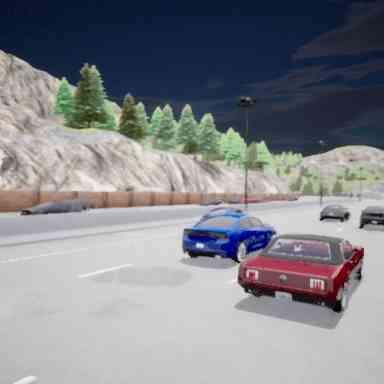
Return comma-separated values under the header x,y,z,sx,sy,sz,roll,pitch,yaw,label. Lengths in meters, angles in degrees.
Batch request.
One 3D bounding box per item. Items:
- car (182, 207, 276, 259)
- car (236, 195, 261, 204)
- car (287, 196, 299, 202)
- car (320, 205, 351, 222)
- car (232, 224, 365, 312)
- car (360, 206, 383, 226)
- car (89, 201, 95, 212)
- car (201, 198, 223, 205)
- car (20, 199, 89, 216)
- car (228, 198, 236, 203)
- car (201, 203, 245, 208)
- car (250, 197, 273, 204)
x,y,z,sx,sy,sz,roll,pitch,yaw,label
1.618,1.536,12.365,1.882,1.535,5.008,0,0,33,car
10.351,1.529,57.661,2.150,2.045,5.566,0,0,34,car
26.564,1.762,87.408,2.097,1.767,4.553,0,0,35,car
12.484,1.790,28.855,1.994,1.385,4.181,0,0,33,car
2.924,1.656,7.988,1.895,1.301,4.718,0,0,33,car
12.994,1.716,23.267,1.837,1.490,4.892,0,0,33,car
-12.702,1.489,35.517,2.128,1.511,4.902,0,0,33,car
3.223,1.723,53.246,1.837,1.490,4.892,0,0,34,car
-12.321,1.529,29.744,2.033,1.411,5.357,0,0,33,car
9.072,1.886,68.268,1.994,1.385,4.181,0,0,34,car
2.219,1.616,19.641,1.812,1.442,4.674,0,0,33,car
11.426,1.903,52.972,1.895,1.301,4.718,0,0,34,car
